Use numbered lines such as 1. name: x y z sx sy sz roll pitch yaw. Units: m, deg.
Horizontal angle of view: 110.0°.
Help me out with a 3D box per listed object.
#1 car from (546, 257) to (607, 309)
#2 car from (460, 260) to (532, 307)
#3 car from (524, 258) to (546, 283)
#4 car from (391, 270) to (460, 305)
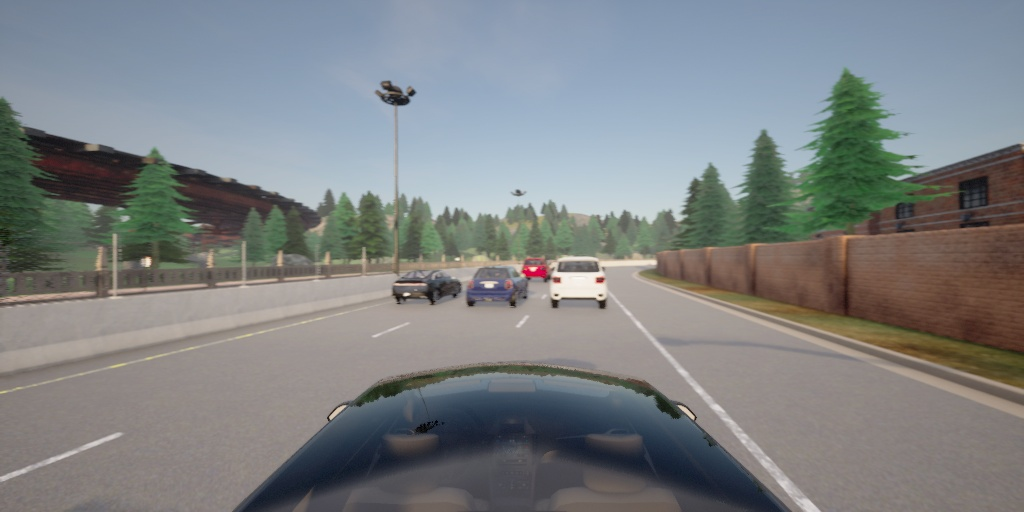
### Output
1. car: 2.900 1.055 15.724 2.150 2.045 5.566 -1 0 10
2. car: -0.528 1.228 16.418 2.097 1.767 4.553 -1 -1 10
3. car: 2.153 1.191 31.123 2.150 2.045 5.566 -1 0 10
4. car: -3.927 1.410 17.264 2.128 1.511 4.902 -1 0 11
